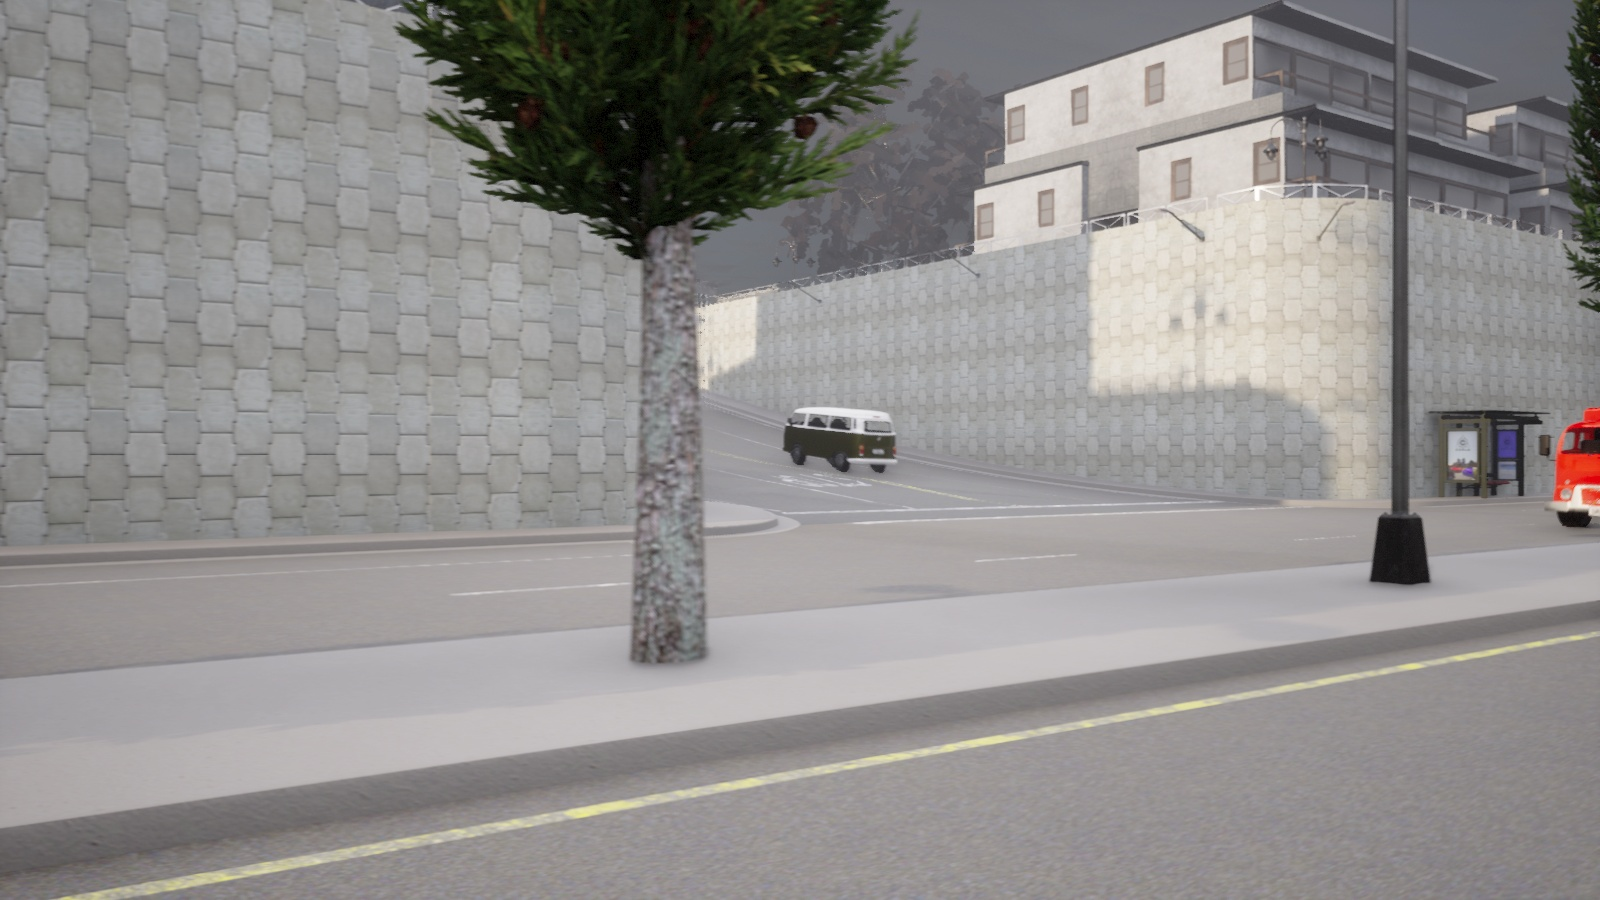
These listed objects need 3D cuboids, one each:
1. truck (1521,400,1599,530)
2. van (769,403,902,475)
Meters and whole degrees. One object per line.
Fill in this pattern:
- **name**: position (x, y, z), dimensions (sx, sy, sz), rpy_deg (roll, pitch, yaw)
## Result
- **truck**: position (17.254, 0.280, 25.416), dimensions (5.204, 2.467, 2.627), rpy_deg (0, 0, -35)
- **van**: position (1.109, -0.403, 41.677), dimensions (2.069, 2.038, 4.480), rpy_deg (1, 4, -35)
